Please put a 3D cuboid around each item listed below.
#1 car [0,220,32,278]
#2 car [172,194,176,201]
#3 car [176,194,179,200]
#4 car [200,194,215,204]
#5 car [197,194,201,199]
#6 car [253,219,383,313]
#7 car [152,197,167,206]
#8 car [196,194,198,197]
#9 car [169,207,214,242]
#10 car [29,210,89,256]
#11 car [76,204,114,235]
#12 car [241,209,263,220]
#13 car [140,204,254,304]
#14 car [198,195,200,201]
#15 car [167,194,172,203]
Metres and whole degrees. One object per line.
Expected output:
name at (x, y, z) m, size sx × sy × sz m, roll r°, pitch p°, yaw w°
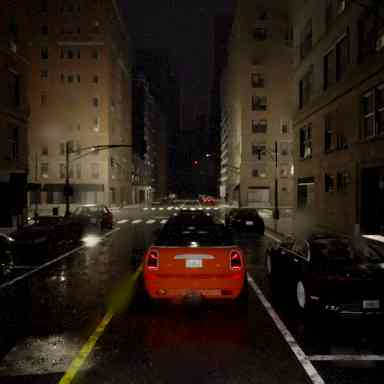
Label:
car at (-5.678, 1.565, 7.463) m, size 1.947 × 1.339 × 4.313 m, roll 0°, pitch 0°, yaw 0°
car at (-5.685, 1.626, 82.441) m, size 1.752 × 1.417 × 4.829 m, roll 0°, pitch 0°, yaw 0°
car at (-5.679, 1.457, 93.429) m, size 2.192 × 1.841 × 5.009 m, roll 0°, pitch 0°, yaw 0°
car at (2.823, 1.476, 55.566) m, size 1.967 × 1.590 × 4.097 m, roll 0°, pitch 0°, yaw 0°
car at (2.836, 1.524, 77.202) m, size 1.967 × 1.590 × 4.097 m, roll 0°, pitch 0°, yaw 0°
car at (2.847, 1.551, 7.473) m, size 2.008 × 1.369 × 4.403 m, roll 0°, pitch 0°, yaw 0°
car at (-5.701, 1.618, 55.569) m, size 1.802 × 1.307 × 4.206 m, roll 0°, pitch 0°, yaw 0°
car at (2.843, 1.560, 88.019) m, size 1.967 × 1.590 × 4.097 m, roll 0°, pitch 0°, yaw 0°
car at (-0.016, 1.564, 16.988) m, size 1.994 × 1.385 × 4.181 m, roll 0°, pitch 0°, yaw 0°
car at (-5.685, 1.582, 12.964) m, size 1.802 × 1.307 × 4.206 m, roll 0°, pitch 0°, yaw 0°
car at (-5.691, 1.441, 18.466) m, size 1.967 × 1.590 × 4.097 m, roll 0°, pitch 0°, yaw 0°
car at (2.834, 1.566, 18.475) m, size 1.947 × 1.339 × 4.313 m, roll 0°, pitch 0°, yaw 0°
car at (0.053, 1.352, 8.334) m, size 2.097 × 1.767 × 4.553 m, roll 0°, pitch 0°, yaw 0°
car at (2.831, 1.607, 66.383) m, size 2.008 × 1.369 × 4.403 m, roll 0°, pitch 0°, yaw 0°
car at (-5.694, 1.606, 66.385) m, size 2.008 × 1.369 × 4.403 m, roll 0°, pitch 0°, yaw 0°
